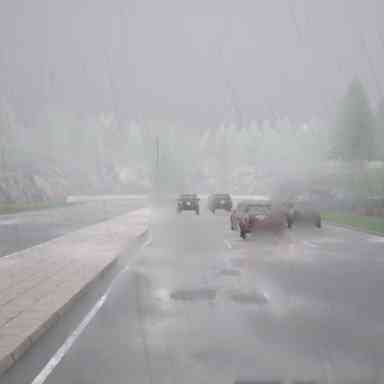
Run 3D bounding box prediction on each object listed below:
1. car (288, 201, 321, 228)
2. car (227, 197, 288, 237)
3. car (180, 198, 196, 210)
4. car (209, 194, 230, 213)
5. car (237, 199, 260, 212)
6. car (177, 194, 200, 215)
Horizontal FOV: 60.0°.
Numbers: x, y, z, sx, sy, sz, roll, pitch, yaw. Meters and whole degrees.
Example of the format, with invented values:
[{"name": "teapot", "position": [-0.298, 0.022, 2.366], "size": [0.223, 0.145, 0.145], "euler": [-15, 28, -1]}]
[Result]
[{"name": "car", "position": [6.795, 1.352, 22.149], "size": [2.097, 1.767, 4.553], "euler": [0, 0, -1]}, {"name": "car", "position": [3.348, 1.352, 18.021], "size": [2.097, 1.767, 4.553], "euler": [0, 0, -1]}, {"name": "car", "position": [-0.485, 1.547, 44.517], "size": [2.033, 1.411, 5.357], "euler": [0, 0, 0]}, {"name": "car", "position": [3.107, 1.217, 36.666], "size": [2.150, 2.045, 5.566], "euler": [0, -1, -1]}, {"name": "car", "position": [6.575, 1.564, 39.237], "size": [1.994, 1.385, 4.181], "euler": [0, 0, -1]}, {"name": "car", "position": [-0.367, 1.221, 34.337], "size": [2.150, 2.045, 5.566], "euler": [0, 0, 0]}]
